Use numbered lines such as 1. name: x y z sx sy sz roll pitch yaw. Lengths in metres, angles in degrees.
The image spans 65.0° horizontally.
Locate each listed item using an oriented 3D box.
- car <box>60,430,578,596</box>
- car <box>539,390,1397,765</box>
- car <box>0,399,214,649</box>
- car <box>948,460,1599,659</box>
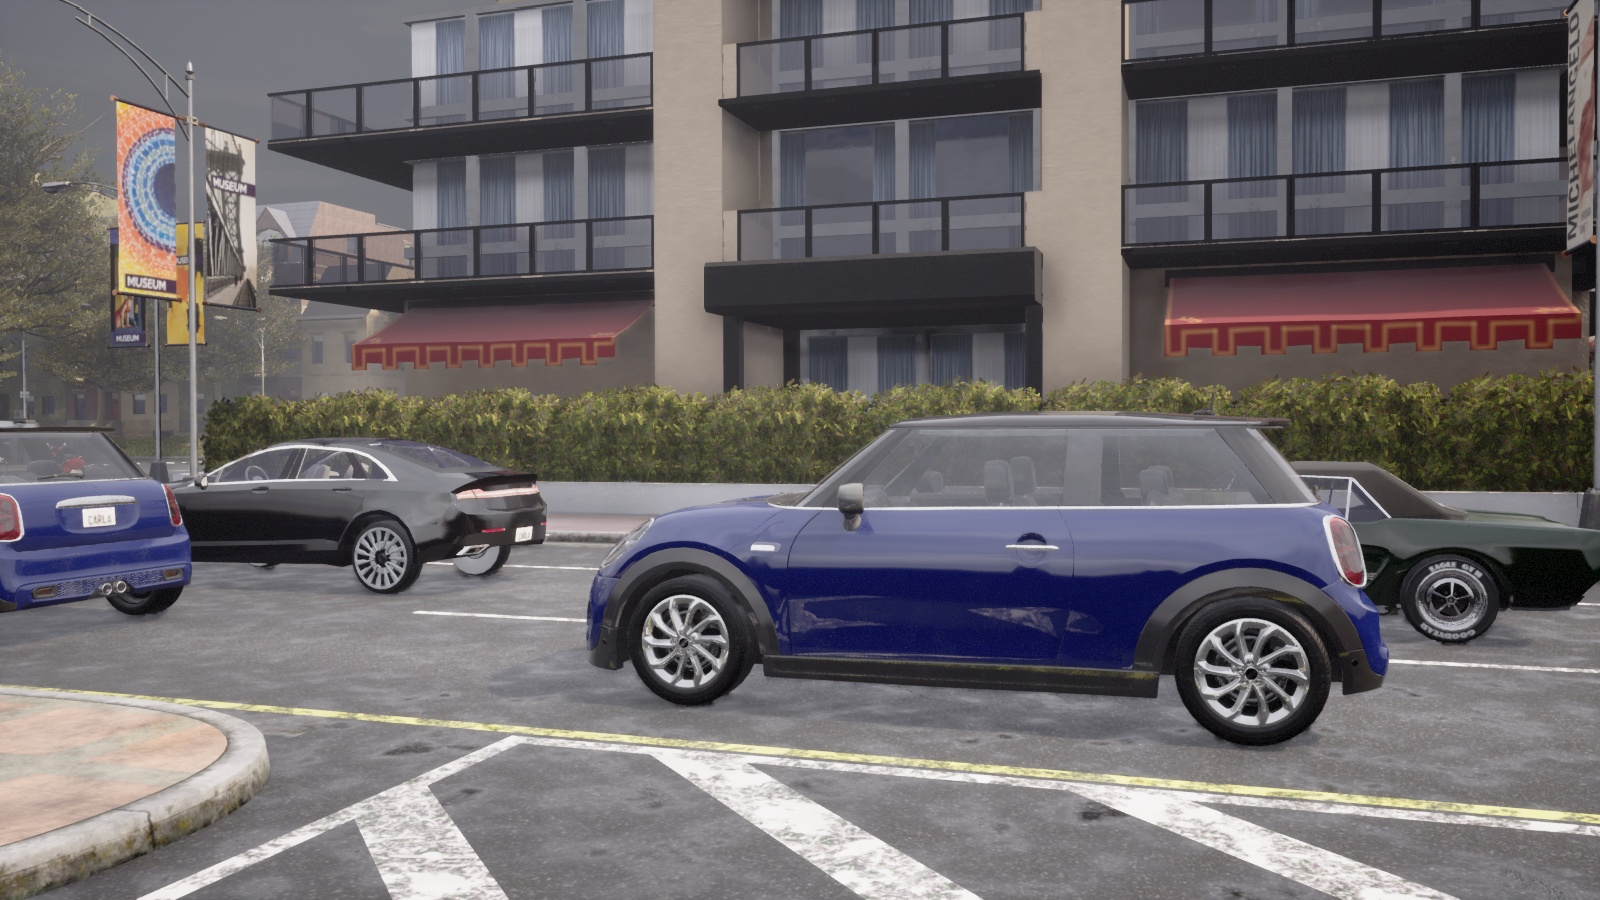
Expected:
1. car: -5.065 0.550 13.338 4.902 1.511 2.128 1 1 19
2. car: 0.966 0.567 7.615 4.553 1.767 2.097 1 1 18
3. car: -7.503 0.489 10.465 4.553 1.767 2.097 1 1 19
4. car: 3.746 0.775 10.374 4.718 1.301 1.895 1 1 19
